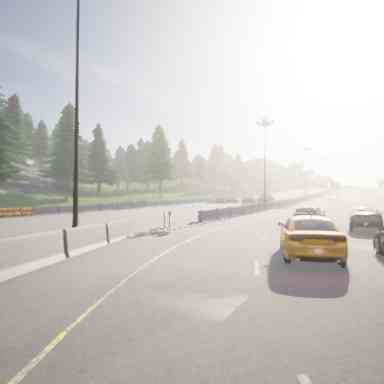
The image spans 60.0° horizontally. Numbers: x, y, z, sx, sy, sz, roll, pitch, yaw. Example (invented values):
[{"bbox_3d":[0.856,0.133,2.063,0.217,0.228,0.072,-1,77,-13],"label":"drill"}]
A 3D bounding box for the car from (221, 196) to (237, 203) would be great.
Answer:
[{"bbox_3d":[8.211,1.601,68.783,1.994,1.385,4.181,0,1,28],"label":"car"}]

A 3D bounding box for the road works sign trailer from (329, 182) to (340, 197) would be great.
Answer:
[{"bbox_3d":[36.428,-0.652,84.831,2.380,3.560,2.880,3,0,28],"label":"road works sign trailer"}]

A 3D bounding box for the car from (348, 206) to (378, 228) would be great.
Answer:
[{"bbox_3d":[11.352,1.691,21.785,2.128,1.511,4.902,0,0,27],"label":"car"}]

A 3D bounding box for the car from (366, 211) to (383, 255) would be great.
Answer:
[{"bbox_3d":[7.537,1.610,10.893,1.837,1.490,4.892,0,0,12],"label":"car"}]

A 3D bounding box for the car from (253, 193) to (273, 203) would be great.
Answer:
[{"bbox_3d":[14.483,1.235,65.679,2.150,2.045,5.566,0,1,28],"label":"car"}]

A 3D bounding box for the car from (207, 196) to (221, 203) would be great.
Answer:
[{"bbox_3d":[5.109,1.604,70.403,2.033,1.411,5.357,0,1,28],"label":"car"}]

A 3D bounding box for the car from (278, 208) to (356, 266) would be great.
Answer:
[{"bbox_3d":[4.241,1.589,12.102,1.882,1.535,5.008,0,0,13],"label":"car"}]

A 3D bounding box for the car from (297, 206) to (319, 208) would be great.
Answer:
[{"bbox_3d":[8.176,1.720,23.256,1.837,1.490,4.892,0,0,27],"label":"car"}]

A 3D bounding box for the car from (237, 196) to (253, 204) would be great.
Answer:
[{"bbox_3d":[11.365,1.508,67.265,1.882,1.535,5.008,0,1,28],"label":"car"}]
